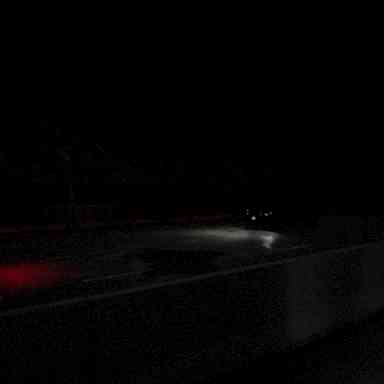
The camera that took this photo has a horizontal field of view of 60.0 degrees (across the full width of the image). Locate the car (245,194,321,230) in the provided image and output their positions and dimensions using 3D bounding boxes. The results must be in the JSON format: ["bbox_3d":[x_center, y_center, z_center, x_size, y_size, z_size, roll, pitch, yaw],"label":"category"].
[{"bbox_3d":[5.853,1.176,21.064,5.566,2.045,2.150,0,0,-35],"label":"car"}]
